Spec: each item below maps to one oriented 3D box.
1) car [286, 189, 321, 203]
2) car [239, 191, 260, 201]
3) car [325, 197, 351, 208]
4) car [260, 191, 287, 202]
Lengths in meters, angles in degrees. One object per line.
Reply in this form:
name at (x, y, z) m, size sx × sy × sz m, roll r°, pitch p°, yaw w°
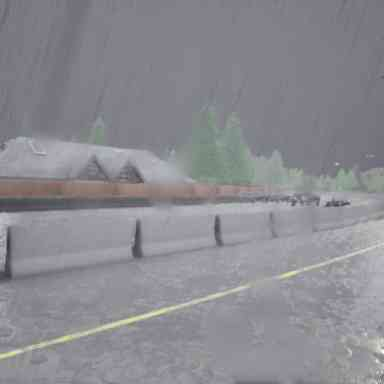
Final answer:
car at (13.529, 0.612, 39.288) m, size 2.150 × 2.045 × 5.566 m, roll 2°, pitch 1°, yaw 36°
car at (7.916, 0.541, 43.473) m, size 2.097 × 1.767 × 4.553 m, roll 2°, pitch 1°, yaw 36°
car at (16.338, 1.284, 37.230) m, size 1.895 × 1.301 × 4.718 m, roll 2°, pitch 1°, yaw 36°
car at (10.720, 0.701, 41.383) m, size 1.882 × 1.535 × 5.008 m, roll 2°, pitch 1°, yaw 36°
